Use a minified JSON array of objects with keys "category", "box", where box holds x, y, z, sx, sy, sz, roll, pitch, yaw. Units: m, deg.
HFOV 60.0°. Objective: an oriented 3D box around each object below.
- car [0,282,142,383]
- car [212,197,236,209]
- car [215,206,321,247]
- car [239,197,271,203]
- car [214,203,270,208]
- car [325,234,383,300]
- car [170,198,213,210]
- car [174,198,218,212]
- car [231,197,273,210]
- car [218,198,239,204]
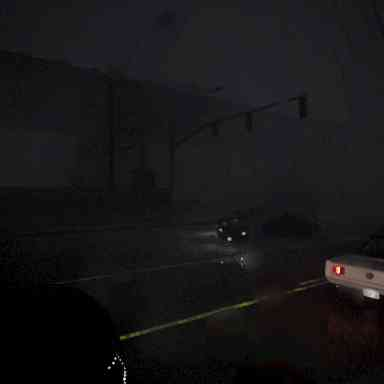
[{"category":"car","box":[-3.003,1.222,1.607,5.566,2.045,2.150,0,0,-35]},{"category":"car","box":[3.819,1.284,39.128,1.853,1.218,4.536,0,0,18]},{"category":"car","box":[3.707,1.542,15.241,5.357,1.411,2.033,0,0,-36]},{"category":"car","box":[7.661,1.281,42.834,4.536,1.218,1.853,0,0,-7]},{"category":"car","box":[3.459,1.558,19.364,4.181,1.385,1.994,0,0,-36]},{"category":"car","box":[5.142,1.597,7.447,4.718,1.301,1.895,0,0,-35]},{"category":"car","box":[0.008,1.286,36.399,4.536,1.218,1.853,0,0,8]},{"category":"car","box":[0.059,1.443,36.392,4.974,1.542,2.038,0,0,8]},{"category":"car","box":[7.712,1.439,42.840,4.974,1.542,2.038,0,0,-7]},{"category":"car","box":[3.803,1.441,39.079,2.038,1.542,4.974,0,0,18]}]
